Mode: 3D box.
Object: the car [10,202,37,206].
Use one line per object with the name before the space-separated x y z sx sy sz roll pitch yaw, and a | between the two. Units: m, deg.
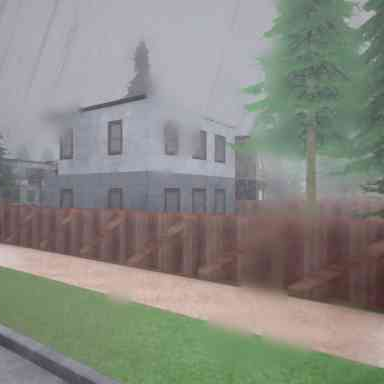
car | -15.331 1.582 29.327 1.895 1.301 4.718 0 0 28
